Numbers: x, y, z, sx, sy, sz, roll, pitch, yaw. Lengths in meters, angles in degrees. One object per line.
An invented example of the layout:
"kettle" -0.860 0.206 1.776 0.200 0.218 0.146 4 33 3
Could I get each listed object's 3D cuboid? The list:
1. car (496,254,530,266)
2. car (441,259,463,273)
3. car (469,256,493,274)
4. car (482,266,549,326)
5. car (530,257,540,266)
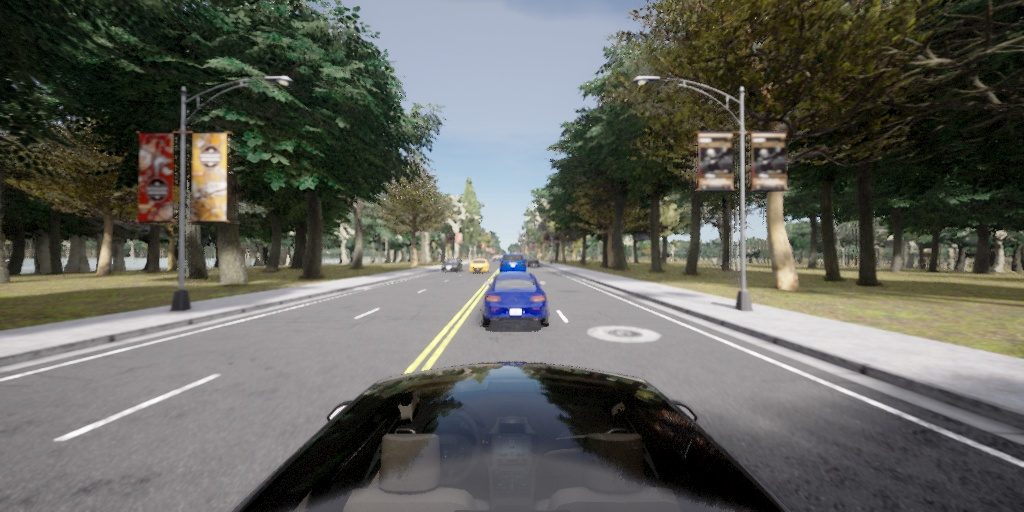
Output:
"car" 0.079 0.819 30.121 2.150 2.045 5.566 0 0 0
"car" -6.616 1.044 39.985 2.128 1.511 4.902 0 0 0
"car" -3.367 1.040 37.739 1.882 1.535 5.008 0 0 0
"car" 0.092 1.220 11.264 1.812 1.442 4.674 0 0 0
"car" 3.313 0.995 56.580 1.837 1.490 4.892 0 0 0
